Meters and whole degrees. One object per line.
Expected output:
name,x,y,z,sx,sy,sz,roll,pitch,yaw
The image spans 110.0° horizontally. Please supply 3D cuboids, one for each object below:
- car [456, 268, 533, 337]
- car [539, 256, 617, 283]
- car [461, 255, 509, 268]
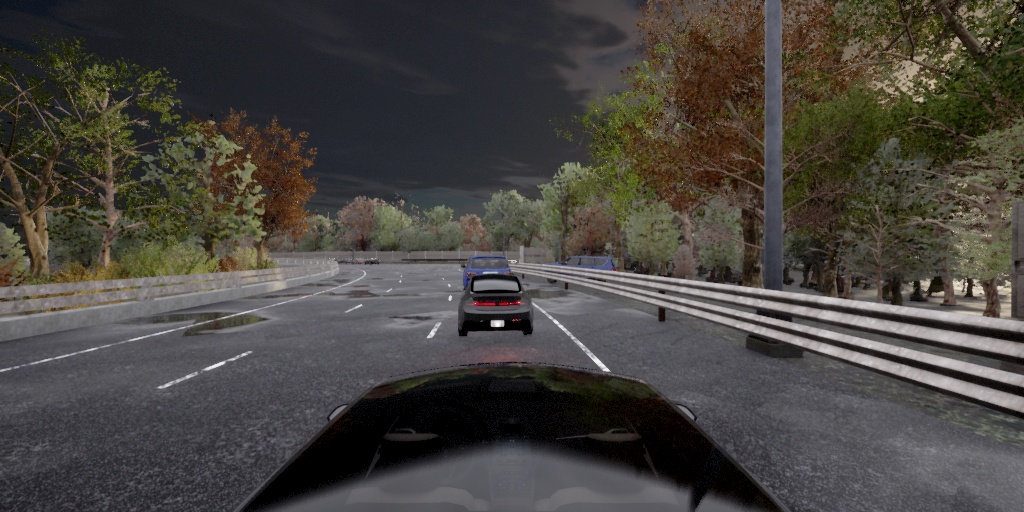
car,-0.542,1.254,10.379,1.837,1.490,4.892,0,0,-5
car,4.824,0.990,26.183,5.566,2.045,2.150,3,1,12
car,-1.323,0.971,17.860,2.150,2.045,5.566,0,0,-9
